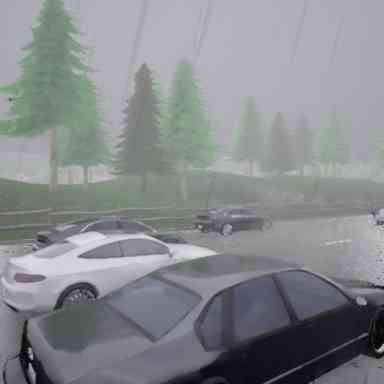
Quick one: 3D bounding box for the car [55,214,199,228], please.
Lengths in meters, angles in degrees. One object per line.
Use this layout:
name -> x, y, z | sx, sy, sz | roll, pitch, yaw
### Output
car -> -2.391, 1.526, 10.686 | 4.892, 1.490, 1.837 | 0, 0, -35

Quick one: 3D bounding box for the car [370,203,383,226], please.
car -> 14.203, 1.544, 22.563 | 4.674, 1.442, 1.812 | 0, 0, -36

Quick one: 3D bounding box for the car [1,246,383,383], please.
car -> 0.709, 1.554, 4.255 | 5.357, 1.411, 2.033 | 0, 0, -36

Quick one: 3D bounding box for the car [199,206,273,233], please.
car -> 2.399, 1.532, 18.404 | 4.892, 1.490, 1.837 | 0, 0, -36

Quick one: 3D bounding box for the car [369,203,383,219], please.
car -> 17.827, 1.625, 29.474 | 4.718, 1.301, 1.895 | 0, 0, -36

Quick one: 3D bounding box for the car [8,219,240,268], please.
car -> -1.380, 1.540, 7.117 | 4.674, 1.442, 1.812 | 0, 0, -35
